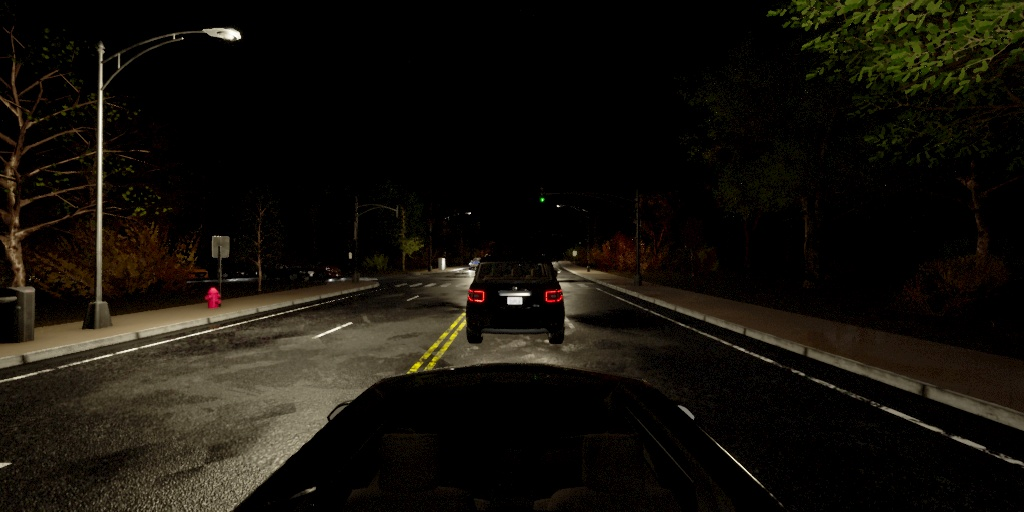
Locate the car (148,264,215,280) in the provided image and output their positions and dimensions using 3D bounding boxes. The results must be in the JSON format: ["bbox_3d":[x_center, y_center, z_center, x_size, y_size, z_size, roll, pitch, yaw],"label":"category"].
[{"bbox_3d":[-30.599,1.479,32.936,5.008,1.535,1.882,-1,-1,10],"label":"car"}]

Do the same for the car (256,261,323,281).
[{"bbox_3d":[-19.561,1.375,31.041,4.902,1.511,2.128,-1,-1,10],"label":"car"}]

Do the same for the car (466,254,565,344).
[{"bbox_3d":[0.110,0.972,9.727,2.150,2.045,5.566,0,0,1],"label":"car"}]

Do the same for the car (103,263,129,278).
[{"bbox_3d":[-43.226,1.516,38.421,4.553,1.767,2.097,-1,-1,10],"label":"car"}]

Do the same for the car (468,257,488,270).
[{"bbox_3d":[-4.768,1.055,50.920,2.097,1.767,4.553,0,0,4],"label":"car"}]

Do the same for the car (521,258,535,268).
[{"bbox_3d":[2.820,1.165,62.047,2.128,1.511,4.902,0,0,5],"label":"car"}]

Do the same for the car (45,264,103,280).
[{"bbox_3d":[-43.506,1.634,35.170,4.892,1.490,1.837,0,0,10],"label":"car"}]

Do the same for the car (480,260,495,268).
[{"bbox_3d":[-4.065,1.285,59.876,1.895,1.301,4.718,0,0,5],"label":"car"}]

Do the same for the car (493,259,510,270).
[{"bbox_3d":[-1.451,1.190,51.990,2.128,1.511,4.902,0,0,2],"label":"car"}]

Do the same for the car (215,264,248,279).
[{"bbox_3d":[-29.124,1.524,35.981,4.892,1.490,1.837,-1,-1,10],"label":"car"}]

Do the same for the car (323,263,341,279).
[{"bbox_3d":[-18.734,1.260,34.223,4.553,1.767,2.097,-1,-1,9],"label":"car"}]
